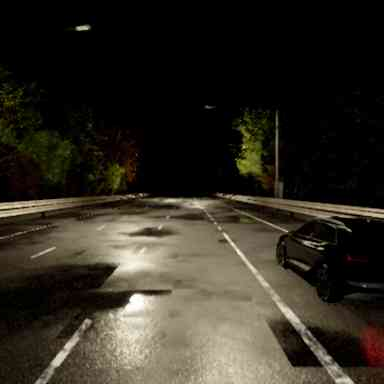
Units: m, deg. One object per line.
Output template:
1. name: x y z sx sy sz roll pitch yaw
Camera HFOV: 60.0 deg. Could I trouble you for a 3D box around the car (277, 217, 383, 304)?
1. car: 3.526 1.382 8.017 2.033 1.649 4.856 0 0 -1
